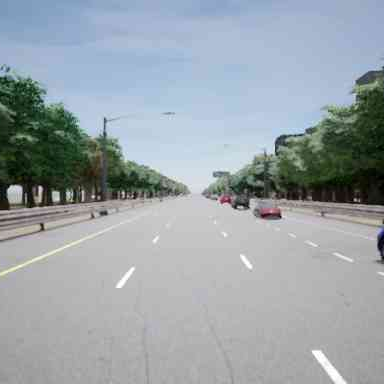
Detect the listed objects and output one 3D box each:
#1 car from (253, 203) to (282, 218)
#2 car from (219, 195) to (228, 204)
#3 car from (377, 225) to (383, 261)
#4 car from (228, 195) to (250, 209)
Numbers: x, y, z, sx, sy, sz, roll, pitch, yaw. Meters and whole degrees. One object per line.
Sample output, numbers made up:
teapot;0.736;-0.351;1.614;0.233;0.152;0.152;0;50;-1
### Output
car;7.062;1.694;31.477;1.994;1.385;4.181;0;0;0
car;7.307;1.634;72.993;2.150;2.045;5.566;0;0;0
car;7.005;1.233;8.318;2.150;2.045;5.566;0;0;0
car;7.143;1.465;49.423;2.150;2.045;5.566;0;0;0
